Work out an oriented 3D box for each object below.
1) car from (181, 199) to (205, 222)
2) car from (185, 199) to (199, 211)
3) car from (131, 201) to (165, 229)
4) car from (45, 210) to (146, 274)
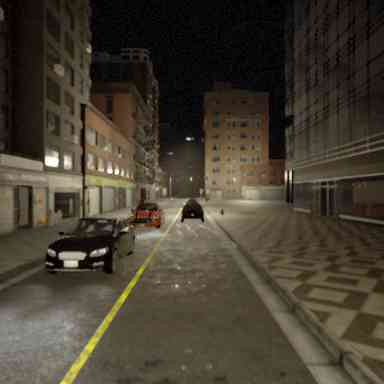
[{"bbox_3d":[0.067,1.668,28.789,1.882,1.535,5.008,0,0,0],"label":"car"},{"bbox_3d":[0.062,1.720,45.426,1.812,1.442,4.674,0,0,0],"label":"car"},{"bbox_3d":[-3.047,1.517,22.913,2.097,1.767,4.553,0,0,0],"label":"car"},{"bbox_3d":[-3.050,1.573,10.895,2.128,1.511,4.902,0,0,1],"label":"car"}]
